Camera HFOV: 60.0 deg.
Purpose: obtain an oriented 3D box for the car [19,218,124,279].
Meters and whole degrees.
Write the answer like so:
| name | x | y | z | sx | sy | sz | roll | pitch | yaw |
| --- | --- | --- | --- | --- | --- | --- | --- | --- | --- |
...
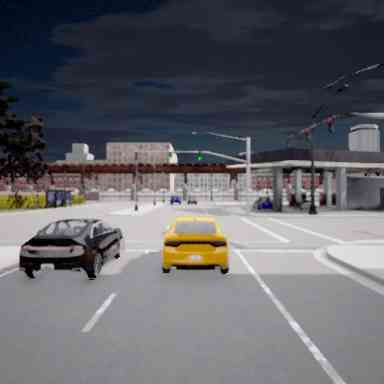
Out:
| name | x | y | z | sx | sy | sz | roll | pitch | yaw |
| --- | --- | --- | --- | --- | --- | --- | --- | --- | --- |
| car | -3.400 | 1.561 | 10.262 | 2.128 | 1.511 | 4.902 | 0 | 0 | 0 |

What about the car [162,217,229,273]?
| name | x | y | z | sx | sy | sz | roll | pitch | yaw |
| --- | --- | --- | --- | --- | --- | --- | --- | --- | --- |
| car | 0.100 | 1.551 | 11.022 | 1.882 | 1.535 | 5.008 | 0 | 0 | 0 |

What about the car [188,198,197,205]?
| name | x | y | z | sx | sy | sz | roll | pitch | yaw |
| --- | --- | --- | --- | --- | --- | --- | --- | --- | --- |
| car | 0.058 | 2.003 | 70.089 | 1.994 | 1.385 | 4.181 | 0 | 0 | 0 |

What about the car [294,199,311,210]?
| name | x | y | z | sx | sy | sz | roll | pitch | yaw |
| --- | --- | --- | --- | --- | --- | --- | --- | --- | --- |
| car | 15.493 | 1.760 | 46.164 | 1.970 | 1.475 | 3.806 | 0 | 0 | 0 |

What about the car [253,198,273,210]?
| name | x | y | z | sx | sy | sz | roll | pitch | yaw |
| --- | --- | --- | --- | --- | --- | --- | --- | --- | --- |
| car | 9.748 | 1.594 | 45.408 | 2.242 | 1.667 | 4.611 | 0 | 0 | 0 |

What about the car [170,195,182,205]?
| name | x | y | z | sx | sy | sz | roll | pitch | yaw |
| --- | --- | --- | --- | --- | --- | --- | --- | --- | --- |
| car | -3.441 | 1.691 | 70.694 | 2.150 | 2.045 | 5.566 | 0 | 0 | 0 |
